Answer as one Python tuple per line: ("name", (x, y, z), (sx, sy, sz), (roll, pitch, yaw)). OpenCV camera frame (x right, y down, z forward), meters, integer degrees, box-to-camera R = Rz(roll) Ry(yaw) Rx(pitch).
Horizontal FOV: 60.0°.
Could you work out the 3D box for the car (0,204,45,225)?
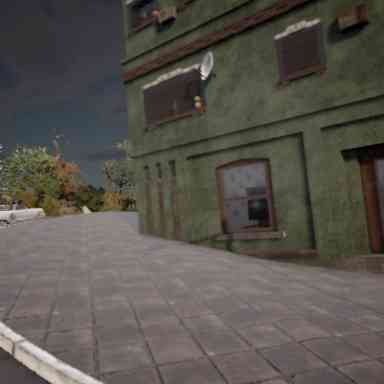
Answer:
("car", (-11.699, 1.473, 21.730), (1.895, 1.301, 4.718), (-6, -1, 7))
